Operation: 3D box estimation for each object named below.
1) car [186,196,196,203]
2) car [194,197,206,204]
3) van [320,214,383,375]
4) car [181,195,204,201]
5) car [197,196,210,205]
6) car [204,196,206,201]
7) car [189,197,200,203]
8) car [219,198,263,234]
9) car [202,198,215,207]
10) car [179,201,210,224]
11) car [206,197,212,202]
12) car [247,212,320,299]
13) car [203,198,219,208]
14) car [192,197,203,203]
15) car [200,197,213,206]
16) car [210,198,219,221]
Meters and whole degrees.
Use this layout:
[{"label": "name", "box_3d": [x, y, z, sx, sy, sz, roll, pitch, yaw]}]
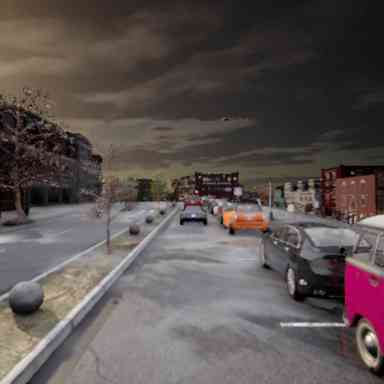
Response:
[{"label": "car", "box_3d": [-0.292, 1.969, 91.360, 2.185, 1.767, 4.553, 0, -1, -9]}, {"label": "car", "box_3d": [1.817, 1.924, 74.919, 2.163, 1.488, 4.792, 0, -1, -5]}, {"label": "van", "box_3d": [2.999, 1.255, 3.045, 1.878, 1.987, 4.442, 0, 0, 0]}, {"label": "car", "box_3d": [0.104, 1.343, 42.255, 2.150, 2.045, 5.566, 0, 0, 0]}, {"label": "car", "box_3d": [2.311, 1.707, 69.214, 2.185, 1.767, 4.553, 0, -1, -4]}, {"label": "car", "box_3d": [3.008, 1.623, 47.090, 2.231, 1.521, 4.892, 0, 0, 0]}, {"label": "car", "box_3d": [0.548, 2.015, 85.786, 2.231, 1.521, 4.892, 0, -1, -7]}, {"label": "car", "box_3d": [3.002, 1.386, 19.459, 2.185, 1.767, 4.553, 0, 0, 0]}, {"label": "car", "box_3d": [2.889, 1.754, 58.156, 2.002, 1.452, 4.674, 0, -1, -1]}, {"label": "car", "box_3d": [0.106, 1.614, 25.103, 1.994, 1.385, 4.181, 0, 0, 0]}, {"label": "car", "box_3d": [3.005, 1.449, 36.149, 2.185, 1.767, 4.553, 0, 0, 0]}, {"label": "car", "box_3d": [3.000, 1.487, 8.442, 2.231, 1.521, 4.892, 0, 0, 0]}, {"label": "car", "box_3d": [3.001, 1.660, 52.610, 2.231, 1.521, 4.892, 0, 0, 0]}, {"label": "car", "box_3d": [1.235, 1.994, 80.408, 2.002, 1.452, 4.674, 0, -1, -6]}, {"label": "car", "box_3d": [2.659, 1.773, 63.700, 2.097, 1.535, 5.008, 0, -1, -2]}, {"label": "car", "box_3d": [3.004, 1.593, 30.655, 2.002, 1.452, 4.674, 0, 0, 0]}]
